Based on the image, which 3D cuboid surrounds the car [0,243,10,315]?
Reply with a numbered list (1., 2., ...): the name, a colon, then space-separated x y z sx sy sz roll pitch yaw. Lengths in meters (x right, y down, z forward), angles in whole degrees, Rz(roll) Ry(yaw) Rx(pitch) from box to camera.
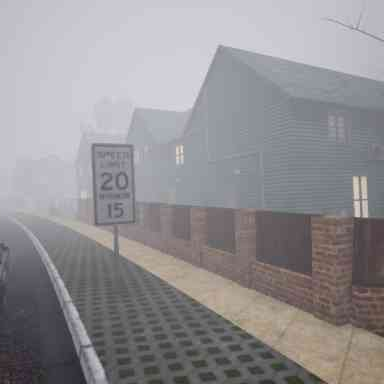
1. car: -4.890 1.630 6.957 1.895 1.301 4.718 -2 1 -28
